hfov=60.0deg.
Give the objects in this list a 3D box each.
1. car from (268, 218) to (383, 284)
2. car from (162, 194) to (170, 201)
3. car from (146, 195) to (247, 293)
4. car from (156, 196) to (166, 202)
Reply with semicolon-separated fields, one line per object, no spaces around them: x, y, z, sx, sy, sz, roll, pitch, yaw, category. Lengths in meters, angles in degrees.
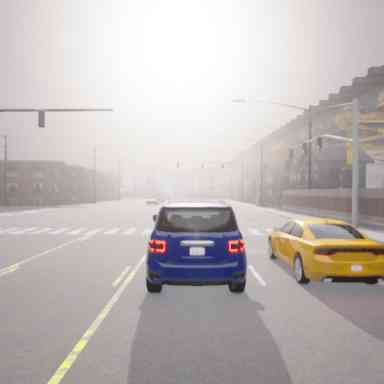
3.565;1.497;9.666;1.882;1.535;5.008;0;0;0;car
-7.033;1.396;90.332;2.097;1.767;4.553;0;0;-3;car
0.065;1.231;9.041;2.150;2.045;5.566;0;0;-1;car
-6.996;1.635;74.788;1.895;1.301;4.718;0;0;0;car
